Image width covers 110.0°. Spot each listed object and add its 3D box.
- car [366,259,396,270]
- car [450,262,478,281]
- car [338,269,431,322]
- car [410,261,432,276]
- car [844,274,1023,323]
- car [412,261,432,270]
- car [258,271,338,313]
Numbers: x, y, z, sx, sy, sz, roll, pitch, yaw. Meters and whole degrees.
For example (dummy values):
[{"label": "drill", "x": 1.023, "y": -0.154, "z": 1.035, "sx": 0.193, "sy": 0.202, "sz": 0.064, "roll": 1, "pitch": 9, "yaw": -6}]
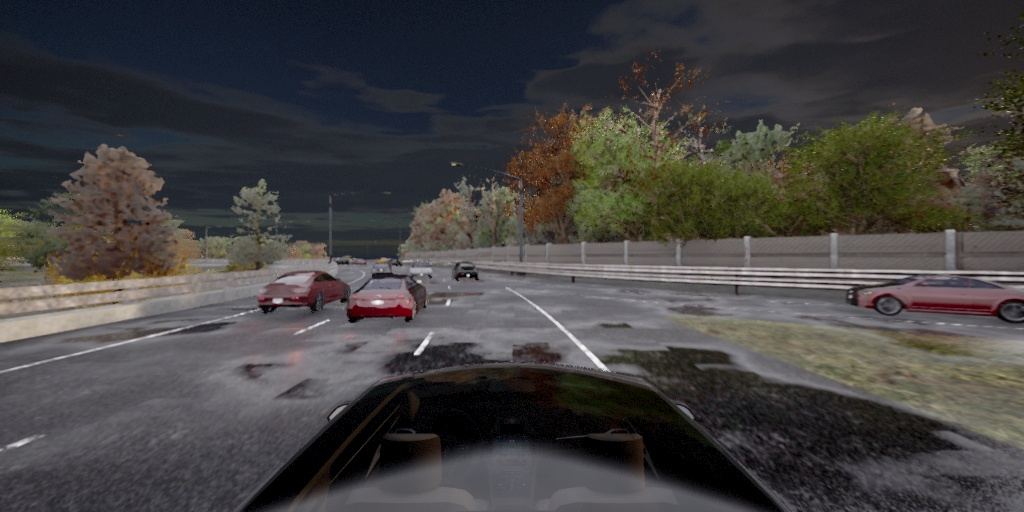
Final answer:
[{"label": "car", "x": -12.520, "y": 1.329, "z": 34.483, "sx": 2.033, "sy": 1.411, "sz": 5.357, "roll": 0, "pitch": 0, "yaw": -19}, {"label": "car", "x": -4.073, "y": 1.268, "z": 30.453, "sx": 1.837, "sy": 1.490, "sz": 4.892, "roll": 0, "pitch": 0, "yaw": -15}, {"label": "car", "x": -4.140, "y": 1.324, "z": 12.427, "sx": 1.994, "sy": 1.385, "sz": 4.181, "roll": 0, "pitch": 0, "yaw": -7}, {"label": "car", "x": -8.726, "y": 1.374, "z": 33.984, "sx": 1.895, "sy": 1.301, "sz": 4.718, "roll": 0, "pitch": 0, "yaw": -18}, {"label": "car", "x": 13.987, "y": 1.287, "z": 11.994, "sx": 4.181, "sy": 1.385, "sz": 1.994, "roll": 0, "pitch": 0, "yaw": 32}, {"label": "car", "x": -13.628, "y": 1.388, "z": 54.252, "sx": 1.895, "sy": 1.301, "sz": 4.718, "roll": 0, "pitch": 0, "yaw": -28}, {"label": "car", "x": -7.910, "y": 1.294, "z": 13.998, "sx": 1.812, "sy": 1.442, "sz": 4.674, "roll": 0, "pitch": 0, "yaw": -6}]
